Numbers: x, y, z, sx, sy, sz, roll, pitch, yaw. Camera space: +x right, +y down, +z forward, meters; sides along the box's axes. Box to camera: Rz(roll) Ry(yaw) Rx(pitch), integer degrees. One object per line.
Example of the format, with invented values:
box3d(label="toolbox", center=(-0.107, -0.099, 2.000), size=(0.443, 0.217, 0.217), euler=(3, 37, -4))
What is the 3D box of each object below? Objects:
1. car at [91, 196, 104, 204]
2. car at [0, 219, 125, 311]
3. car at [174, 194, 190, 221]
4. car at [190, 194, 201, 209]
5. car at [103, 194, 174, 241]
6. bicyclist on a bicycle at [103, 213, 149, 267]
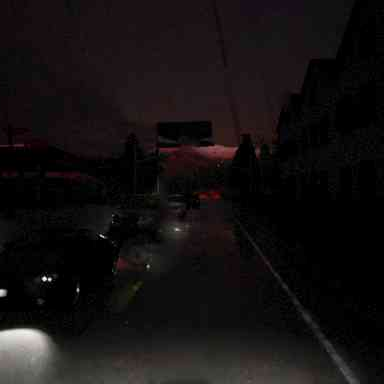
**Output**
box3d(label="car", center=(-17.640, 1.672, 65.746), size=(4.611, 1.667, 2.242), euler=(0, 0, 4))
box3d(label="car", center=(-3.173, 1.564, 7.735), size=(1.994, 1.385, 4.181), euler=(0, 0, 4))
box3d(label="car", center=(-1.671, 1.221, 27.870), size=(2.150, 2.045, 5.566), euler=(0, 0, 4))
box3d(label="car", center=(-1.409, 1.338, 46.612), size=(5.566, 2.045, 2.150), euler=(-1, -1, 36))
box3d(label="car", center=(-2.494, 1.221, 17.180), size=(2.150, 2.045, 5.566), euler=(0, 0, 4))
box3d(label="bicyclist on a bicycle", center=(-2.101, 1.452, 9.974), size=(1.656, 1.620, 0.582), euler=(-1, 0, 4))
